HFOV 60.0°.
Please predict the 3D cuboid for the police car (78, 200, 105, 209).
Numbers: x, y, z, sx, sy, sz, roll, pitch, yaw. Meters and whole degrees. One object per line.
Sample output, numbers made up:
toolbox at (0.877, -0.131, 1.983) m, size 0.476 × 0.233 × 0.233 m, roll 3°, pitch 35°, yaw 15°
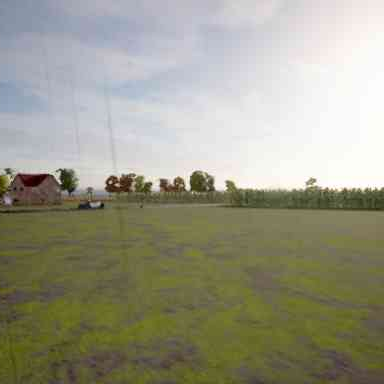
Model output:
police car at (-18.480, 2.298, 60.837) m, size 2.038 × 1.542 × 4.974 m, roll 0°, pitch 0°, yaw 35°
